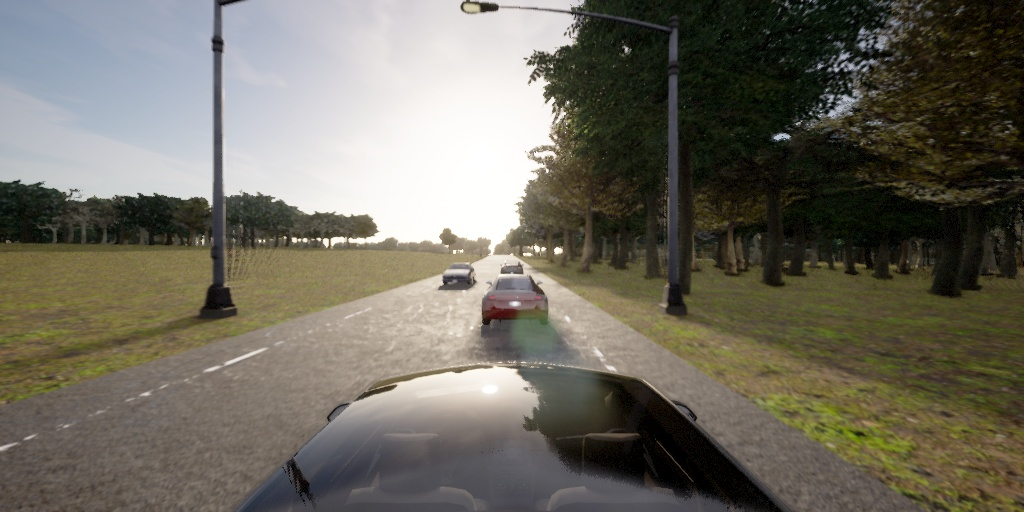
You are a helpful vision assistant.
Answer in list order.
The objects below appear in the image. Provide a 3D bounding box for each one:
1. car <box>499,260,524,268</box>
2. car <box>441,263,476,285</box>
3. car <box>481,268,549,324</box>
[{"bbox_3d":[-0.011,1.106,30.237,2.128,1.511,4.902,0,0,0],"label":"car"},{"bbox_3d":[-3.568,1.190,25.115,2.033,1.411,5.357,0,0,0],"label":"car"},{"bbox_3d":[0.082,1.279,11.885,1.994,1.385,4.181,0,0,0],"label":"car"}]
